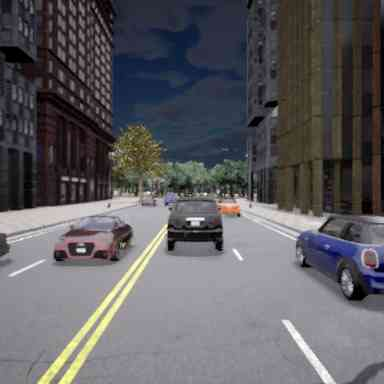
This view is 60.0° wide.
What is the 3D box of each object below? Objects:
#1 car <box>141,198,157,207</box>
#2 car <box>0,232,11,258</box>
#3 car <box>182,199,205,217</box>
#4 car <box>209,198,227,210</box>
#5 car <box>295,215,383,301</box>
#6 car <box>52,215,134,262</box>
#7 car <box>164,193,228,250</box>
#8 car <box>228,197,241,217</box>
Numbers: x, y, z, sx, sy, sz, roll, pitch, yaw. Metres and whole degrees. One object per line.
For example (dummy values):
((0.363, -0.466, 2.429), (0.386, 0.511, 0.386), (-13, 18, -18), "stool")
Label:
((-6.484, 1.547, 50.842), (1.994, 1.385, 4.181), (0, 0, 0), "car")
((-6.591, 1.542, 8.080), (2.033, 1.411, 5.357), (0, 0, 0), "car")
((0.149, 1.484, 32.828), (2.128, 1.511, 4.902), (0, 0, 0), "car")
((3.331, 1.539, 44.329), (2.033, 1.411, 5.357), (0, 0, 0), "car")
((4.235, 1.353, 8.509), (2.097, 1.767, 4.553), (0, 0, 0), "car")
((-3.335, 1.559, 11.992), (1.994, 1.385, 4.181), (0, 0, 0), "car")
((0.120, 1.218, 14.522), (2.150, 2.045, 5.566), (0, 0, 0), "car")
((3.344, 1.347, 31.777), (2.097, 1.767, 4.553), (0, 0, 1), "car")
